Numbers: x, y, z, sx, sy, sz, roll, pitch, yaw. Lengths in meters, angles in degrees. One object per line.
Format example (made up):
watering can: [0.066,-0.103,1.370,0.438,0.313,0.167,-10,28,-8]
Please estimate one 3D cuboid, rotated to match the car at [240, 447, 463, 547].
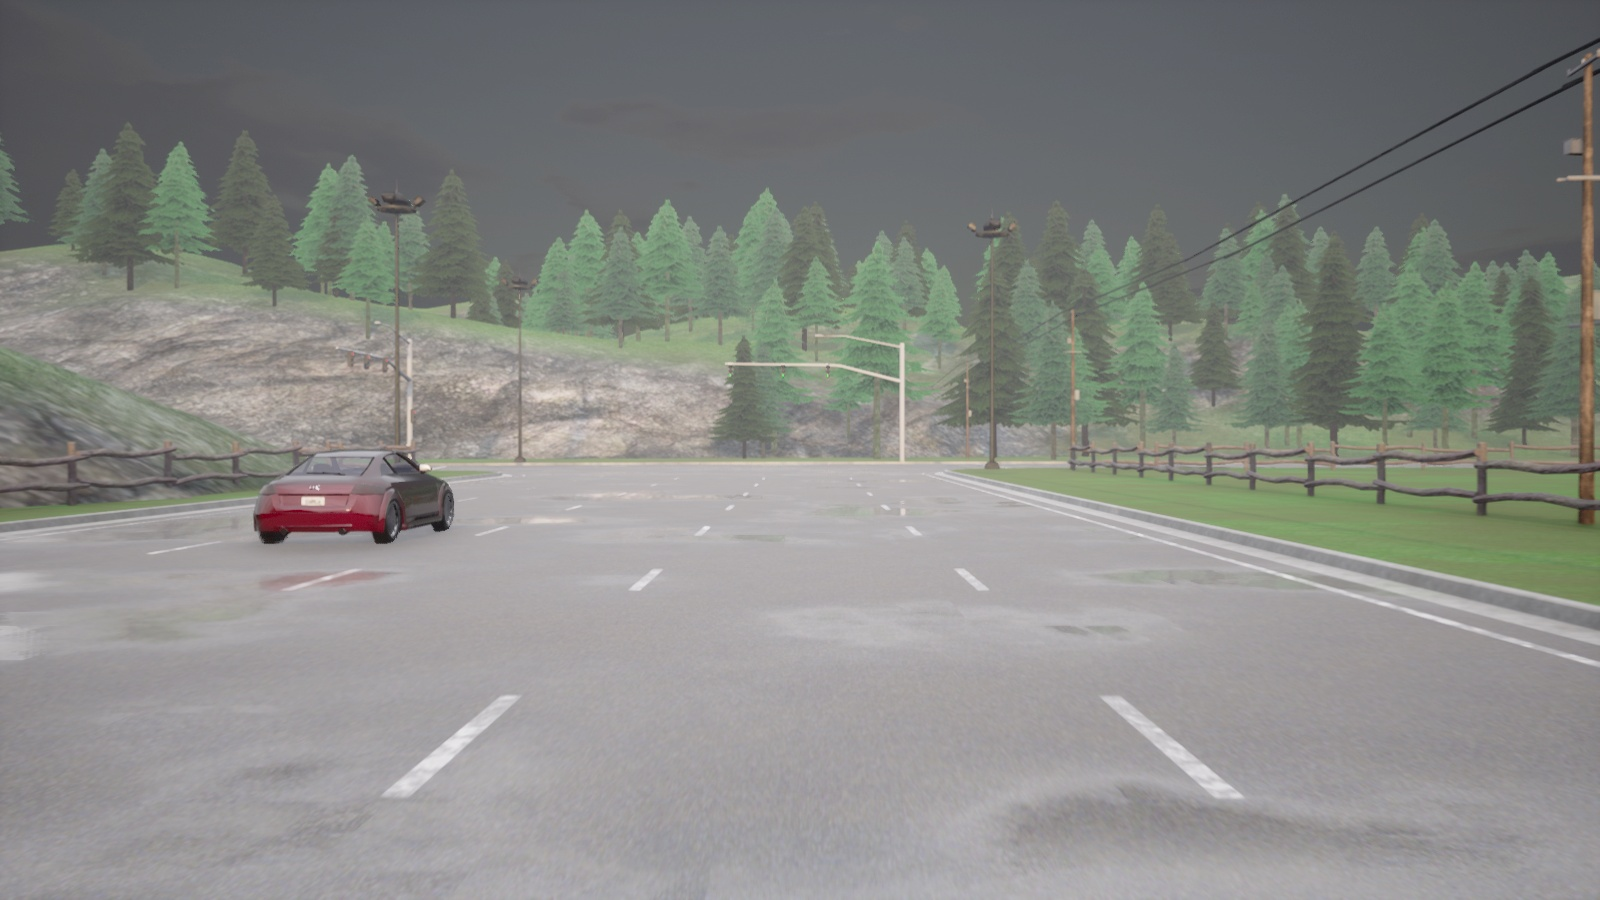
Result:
car: [-6.873,0.656,19.771,1.994,1.385,4.181,0,0,0]
